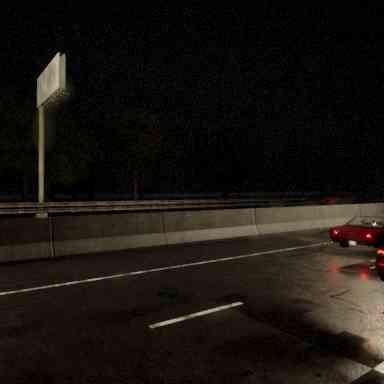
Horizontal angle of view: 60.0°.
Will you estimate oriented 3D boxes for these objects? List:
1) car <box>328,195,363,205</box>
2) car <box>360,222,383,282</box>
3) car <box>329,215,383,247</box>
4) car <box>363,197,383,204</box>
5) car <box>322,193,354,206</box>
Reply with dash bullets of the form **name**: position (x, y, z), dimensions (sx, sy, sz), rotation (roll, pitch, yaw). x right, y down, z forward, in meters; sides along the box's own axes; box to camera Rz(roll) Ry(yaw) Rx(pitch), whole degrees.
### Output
- **car**: position (18.417, 1.447, 38.808), dimensions (5.008, 1.535, 1.882), rotation (0, 0, -36)
- **car**: position (6.378, 1.526, 8.314), dimensions (4.674, 1.442, 1.812), rotation (0, 0, -35)
- **car**: position (7.762, 1.601, 13.611), dimensions (4.718, 1.301, 1.895), rotation (0, 0, -35)
- **car**: position (21.346, 1.319, 36.606), dimensions (4.553, 1.767, 2.097), rotation (0, 0, -36)
- **car**: position (19.524, 1.180, 43.927), dimensions (5.566, 2.045, 2.150), rotation (0, 0, -36)
